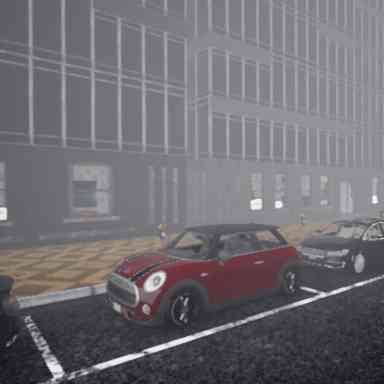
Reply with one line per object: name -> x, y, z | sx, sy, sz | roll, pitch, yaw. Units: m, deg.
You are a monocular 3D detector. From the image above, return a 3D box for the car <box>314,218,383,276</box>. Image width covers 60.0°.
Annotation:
car -> 4.986, 1.497, 10.117 | 4.403, 1.369, 2.008 | 0, 0, -35

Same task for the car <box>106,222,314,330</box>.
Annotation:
car -> 0.352, 1.418, 6.811 | 4.097, 1.590, 1.967 | 0, 0, -36

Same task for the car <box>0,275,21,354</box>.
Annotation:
car -> -4.283, 1.559, 3.506 | 4.403, 1.369, 2.008 | 0, 0, -36
